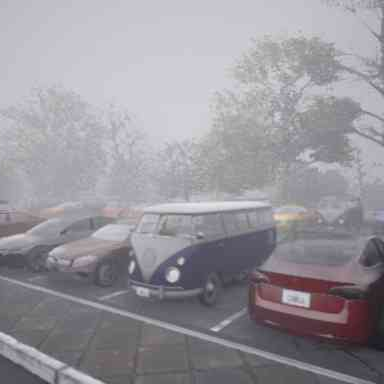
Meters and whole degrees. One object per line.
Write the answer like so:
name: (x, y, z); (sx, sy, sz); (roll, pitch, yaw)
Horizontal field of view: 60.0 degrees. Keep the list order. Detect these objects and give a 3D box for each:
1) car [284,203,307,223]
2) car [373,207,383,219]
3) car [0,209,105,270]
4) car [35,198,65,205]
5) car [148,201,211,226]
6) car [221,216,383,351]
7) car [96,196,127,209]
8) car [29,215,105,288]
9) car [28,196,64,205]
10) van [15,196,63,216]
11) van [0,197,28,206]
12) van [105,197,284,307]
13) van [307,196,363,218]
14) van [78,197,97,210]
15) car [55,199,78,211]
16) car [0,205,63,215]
car: (5.844, 1.471, 19.927); (1.946, 1.575, 5.366); (-1, 0, 36)
car: (10.459, 1.428, 16.860); (2.097, 1.535, 5.008); (-1, 0, 36)
car: (-4.072, 1.529, 11.129); (2.163, 1.488, 4.792); (-1, 0, 36)
car: (-12.181, 1.653, 32.818); (1.946, 1.575, 5.366); (-1, 0, 36)
car: (-0.812, 1.541, 24.908); (2.097, 1.535, 5.008); (-1, 0, 36)
car: (2.742, 1.461, 6.328); (2.163, 1.488, 4.792); (0, 0, 36)
car: (-5.335, 1.461, 28.111); (2.185, 1.767, 4.553); (-1, 0, 36)
car: (-1.794, 1.517, 9.539); (2.002, 1.452, 4.674); (-1, 0, 36)
car: (-14.311, 1.433, 34.603); (2.435, 2.045, 5.566); (-1, -1, 36)
van: (-16.611, 1.499, 36.358); (1.878, 1.987, 4.442); (-1, -1, 36)
van: (-10.762, 1.341, 16.093); (1.878, 1.987, 4.442); (-1, 0, 36)
van: (0.393, 1.228, 7.829); (1.878, 1.987, 4.442); (-1, 0, 36)
van: (8.133, 1.225, 18.373); (1.878, 1.987, 4.442); (-1, 0, 36)
van: (-7.502, 1.383, 29.843); (1.878, 1.987, 4.442); (-1, 0, 36)
car: (-9.826, 1.633, 31.354); (2.231, 1.521, 4.892); (-1, 0, 36)
car: (-8.567, 1.544, 14.387); (2.097, 1.535, 5.008); (-1, 0, 36)
